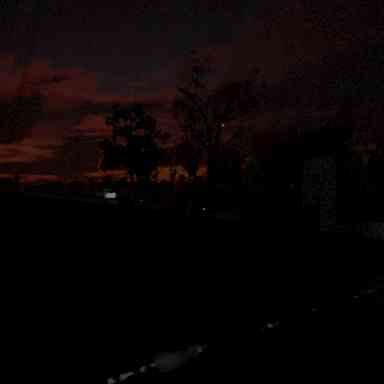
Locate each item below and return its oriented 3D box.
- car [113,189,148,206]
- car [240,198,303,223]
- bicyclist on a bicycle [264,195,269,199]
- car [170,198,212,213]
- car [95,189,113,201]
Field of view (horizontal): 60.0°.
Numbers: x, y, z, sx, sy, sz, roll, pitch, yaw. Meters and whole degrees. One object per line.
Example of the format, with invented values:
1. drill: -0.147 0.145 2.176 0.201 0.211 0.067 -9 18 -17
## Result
1. car: -7.844 0.705 43.441 2.150 2.045 5.566 0 1 -35
2. car: 5.672 1.260 24.045 1.882 1.535 5.008 0 1 -35
3. bicyclist on a bicycle: 7.206 1.131 32.298 1.656 1.620 0.582 0 1 -35
4. car: -0.155 1.255 32.401 1.895 1.301 4.718 0 1 -35
5. car: -15.411 0.464 59.246 2.150 2.045 5.566 0 1 -35
